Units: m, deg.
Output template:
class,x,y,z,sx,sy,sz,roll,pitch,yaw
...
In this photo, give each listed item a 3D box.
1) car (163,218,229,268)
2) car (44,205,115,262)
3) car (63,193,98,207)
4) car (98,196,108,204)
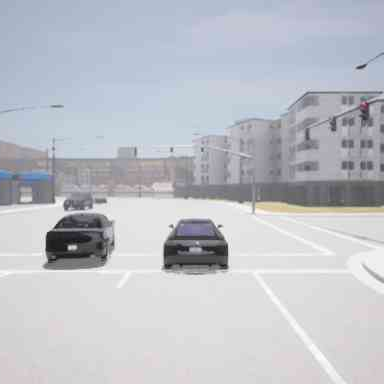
class,x,y,z,sx,sy,sz,roll,pitch,yaw
car,0.130,1.581,11.376,1.994,1.385,4.181,0,0,1
car,-3.964,1.493,12.380,1.882,1.535,5.008,0,0,-9
car,-13.454,1.094,39.750,2.150,2.045,5.566,0,0,0
car,-15.727,1.345,57.512,1.895,1.301,4.718,0,0,-20
